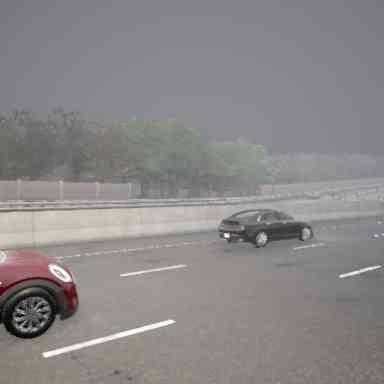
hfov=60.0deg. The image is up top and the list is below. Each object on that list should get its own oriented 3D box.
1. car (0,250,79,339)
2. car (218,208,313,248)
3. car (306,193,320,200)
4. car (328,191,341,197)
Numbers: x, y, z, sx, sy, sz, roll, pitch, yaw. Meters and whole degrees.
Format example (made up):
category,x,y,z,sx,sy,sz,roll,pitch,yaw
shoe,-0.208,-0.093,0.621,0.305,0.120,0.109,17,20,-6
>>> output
category,x,y,z,sx,sy,sz,roll,pitch,yaw
car,-4.168,1.352,5.069,4.553,1.767,2.097,0,0,-35
car,3.376,1.497,14.729,4.892,1.490,1.837,0,0,-35
car,25.636,0.907,70.302,1.882,1.535,5.008,0,2,36
car,35.432,0.439,82.699,1.895,1.301,4.718,0,2,39
